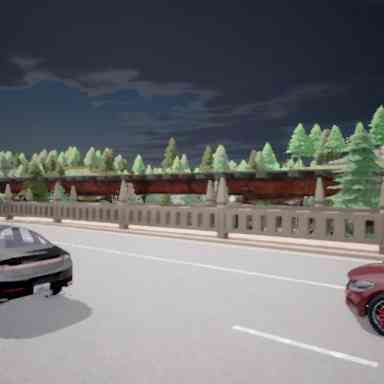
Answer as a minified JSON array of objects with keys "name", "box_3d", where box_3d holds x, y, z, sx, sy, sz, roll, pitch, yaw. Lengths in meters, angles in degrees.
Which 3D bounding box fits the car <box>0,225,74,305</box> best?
[{"name":"car","box_3d":[-4.629,1.473,7.293,4.902,1.511,2.128,0,0,36]}]

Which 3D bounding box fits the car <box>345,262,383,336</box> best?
[{"name":"car","box_3d":[4.807,1.528,4.860,4.674,1.442,1.812,0,0,36]}]
